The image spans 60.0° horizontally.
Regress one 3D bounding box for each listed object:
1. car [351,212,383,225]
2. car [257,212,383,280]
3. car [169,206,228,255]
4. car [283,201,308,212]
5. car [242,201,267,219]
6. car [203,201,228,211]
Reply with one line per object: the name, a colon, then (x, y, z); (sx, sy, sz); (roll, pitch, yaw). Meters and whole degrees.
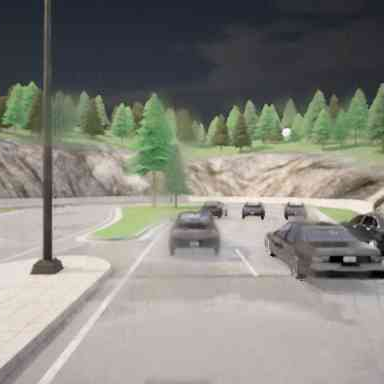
car: (7.112, 1.529, 12.692); (1.837, 1.490, 4.892); (0, 0, 1)
car: (3.573, 1.567, 9.994); (2.033, 1.411, 5.357); (0, 0, 1)
car: (0.124, 1.517, 13.422); (2.128, 1.511, 4.902); (0, 0, 1)
car: (9.143, 1.547, 29.430); (2.128, 1.511, 4.902); (0, 0, 15)
car: (5.563, 1.548, 29.535); (2.128, 1.511, 4.902); (0, 0, 15)
car: (2.066, 1.561, 29.949); (1.837, 1.490, 4.892); (0, 0, 14)
